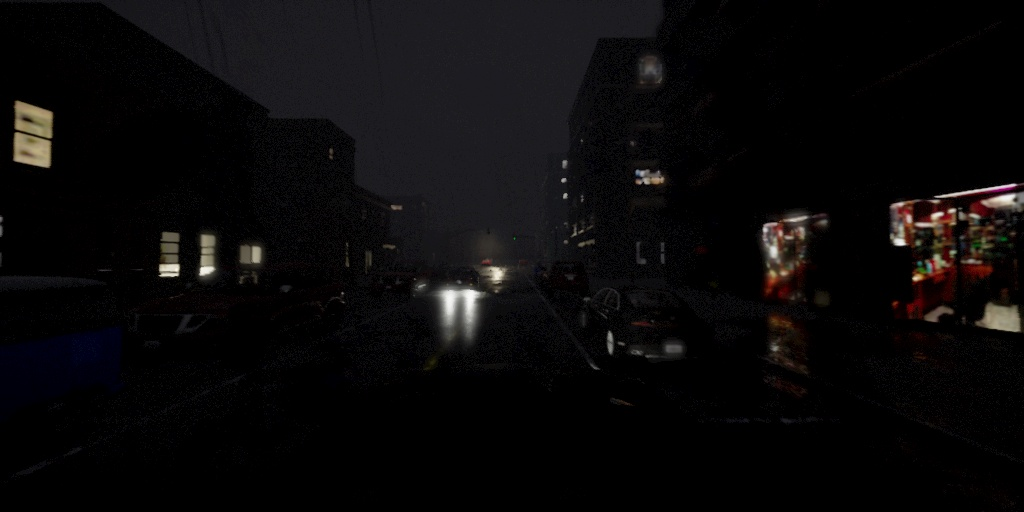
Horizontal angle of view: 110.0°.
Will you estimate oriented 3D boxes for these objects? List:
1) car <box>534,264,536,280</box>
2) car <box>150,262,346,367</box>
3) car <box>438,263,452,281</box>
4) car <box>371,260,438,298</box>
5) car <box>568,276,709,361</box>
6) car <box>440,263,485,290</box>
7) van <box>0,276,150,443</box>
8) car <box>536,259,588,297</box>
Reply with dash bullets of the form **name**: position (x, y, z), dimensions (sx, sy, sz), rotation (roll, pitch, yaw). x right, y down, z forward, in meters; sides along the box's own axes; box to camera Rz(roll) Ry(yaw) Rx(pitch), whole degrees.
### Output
- **car**: position (2.696, 1.261, 24.381), dimensions (1.967, 1.591, 4.097), rotation (0, 0, 0)
- **car**: position (-5.688, 1.085, 8.168), dimensions (2.192, 1.841, 5.009), rotation (0, 0, 0)
- **car**: position (-5.684, 1.278, 29.797), dimensions (1.967, 1.591, 4.097), rotation (0, 0, 0)
- **car**: position (-5.686, 1.119, 18.982), dimensions (2.192, 1.841, 5.009), rotation (0, 0, 0)
- **car**: position (2.693, 1.321, 8.159), dimensions (2.007, 1.370, 4.403), rotation (0, 0, 0)
- **car**: position (-3.094, 1.381, 23.150), dimensions (1.994, 1.385, 4.181), rotation (0, 0, 0)
- **van**: position (-5.689, 1.094, 2.761), dimensions (1.690, 1.789, 3.998), rotation (0, 0, 0)
- **car**: position (2.695, 1.119, 18.974), dimensions (2.192, 1.841, 5.009), rotation (0, 0, 0)
